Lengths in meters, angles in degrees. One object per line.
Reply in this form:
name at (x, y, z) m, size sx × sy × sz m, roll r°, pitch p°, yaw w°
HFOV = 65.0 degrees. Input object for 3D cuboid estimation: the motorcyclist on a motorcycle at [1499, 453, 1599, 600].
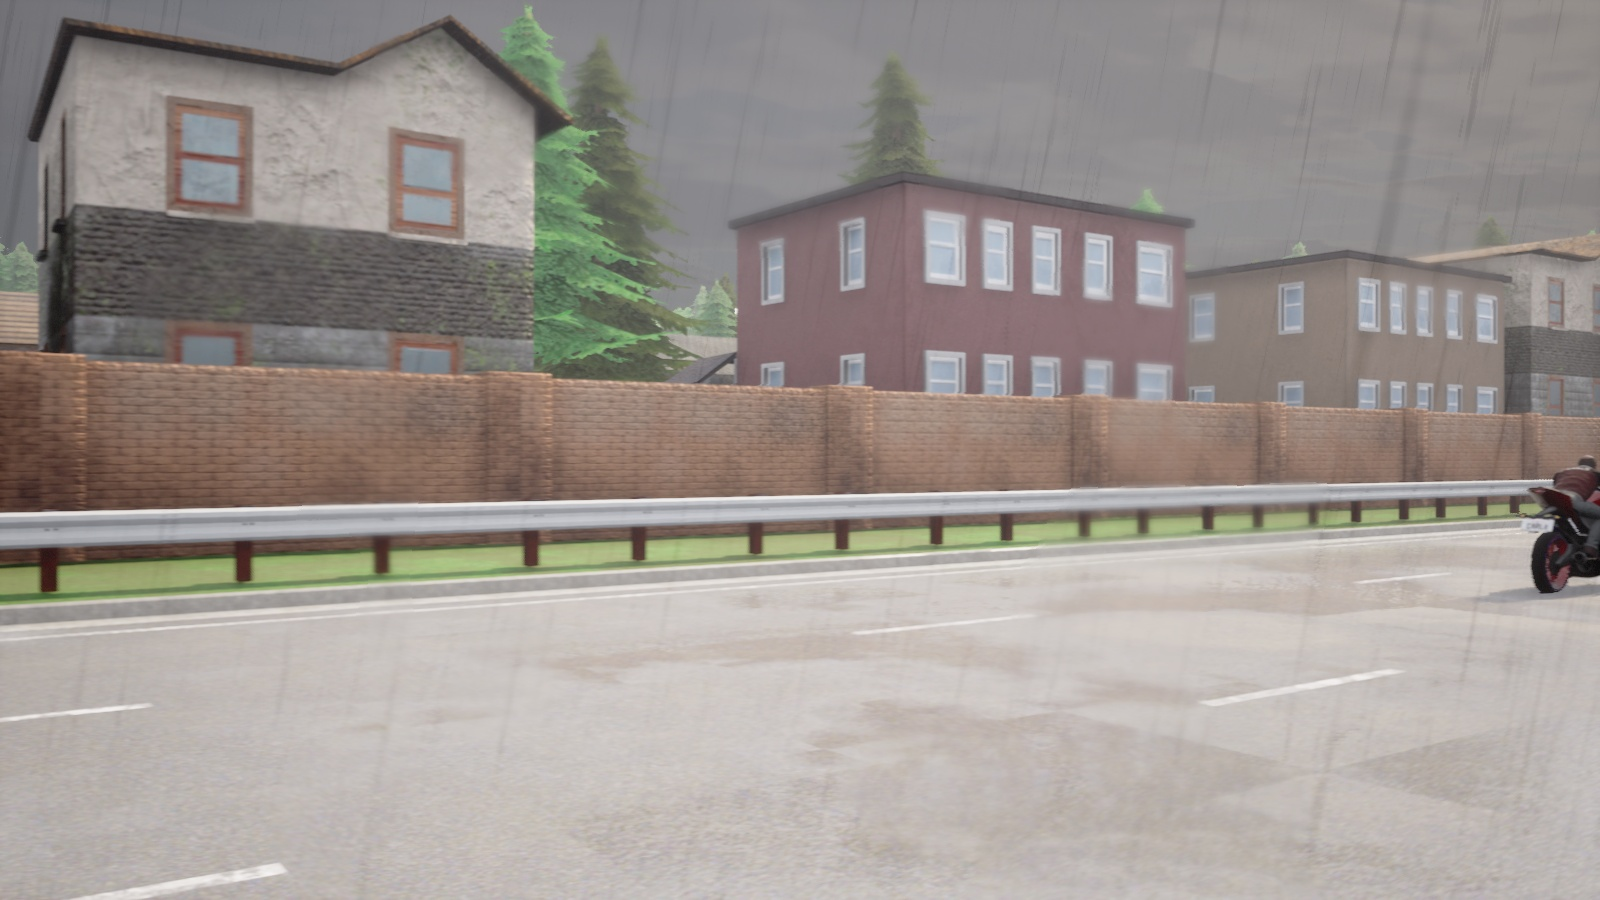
motorcyclist on a motorcycle at (8.821, 0.795, 14.063) m, size 2.191 × 1.530 × 0.866 m, roll 0°, pitch 0°, yaw -35°
